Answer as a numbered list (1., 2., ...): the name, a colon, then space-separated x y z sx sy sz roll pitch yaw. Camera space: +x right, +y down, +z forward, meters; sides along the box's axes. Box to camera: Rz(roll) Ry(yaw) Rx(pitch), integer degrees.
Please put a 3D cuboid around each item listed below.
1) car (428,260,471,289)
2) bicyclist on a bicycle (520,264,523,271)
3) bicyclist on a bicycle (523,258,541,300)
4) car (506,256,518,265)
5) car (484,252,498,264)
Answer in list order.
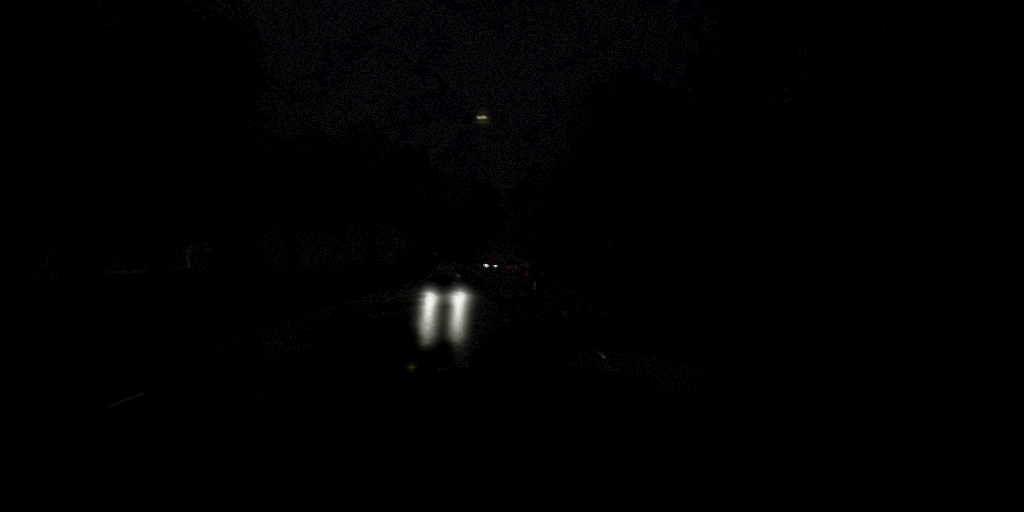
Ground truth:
1. car: -3.593 1.015 21.277 1.882 1.535 5.008 0 1 0
2. bicyclist on a bicycle: 0.965 0.944 24.127 0.866 1.612 1.509 0 0 0
3. bicyclist on a bicycle: 0.960 0.971 15.452 0.659 1.776 1.843 0 1 0
4. car: 0.062 0.777 58.247 1.895 1.301 4.718 0 1 0
5. car: -3.538 0.362 62.330 2.150 2.045 5.566 0 1 1
